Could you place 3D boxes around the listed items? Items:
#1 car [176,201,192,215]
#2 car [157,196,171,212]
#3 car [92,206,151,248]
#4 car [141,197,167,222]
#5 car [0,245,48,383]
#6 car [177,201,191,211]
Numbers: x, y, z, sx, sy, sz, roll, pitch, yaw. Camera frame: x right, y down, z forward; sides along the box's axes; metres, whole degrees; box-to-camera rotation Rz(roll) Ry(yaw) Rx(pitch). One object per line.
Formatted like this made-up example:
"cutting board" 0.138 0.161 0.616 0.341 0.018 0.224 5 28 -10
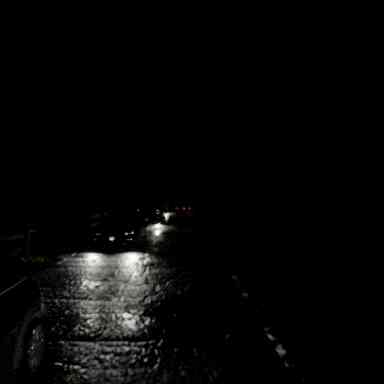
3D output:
"car" -0.901 1.858 38.188 2.033 1.411 5.357 0 0 -2
"car" -4.009 1.574 44.185 2.150 2.045 5.566 0 1 -1
"car" -3.243 1.633 15.618 1.837 1.490 4.892 0 -1 -1
"car" -3.565 1.583 28.442 2.097 1.767 4.553 0 0 -1
"car" -2.892 1.374 2.457 2.097 1.767 4.553 0 0 -2
"car" -1.176 1.998 48.659 1.895 1.301 4.718 0 0 -1
